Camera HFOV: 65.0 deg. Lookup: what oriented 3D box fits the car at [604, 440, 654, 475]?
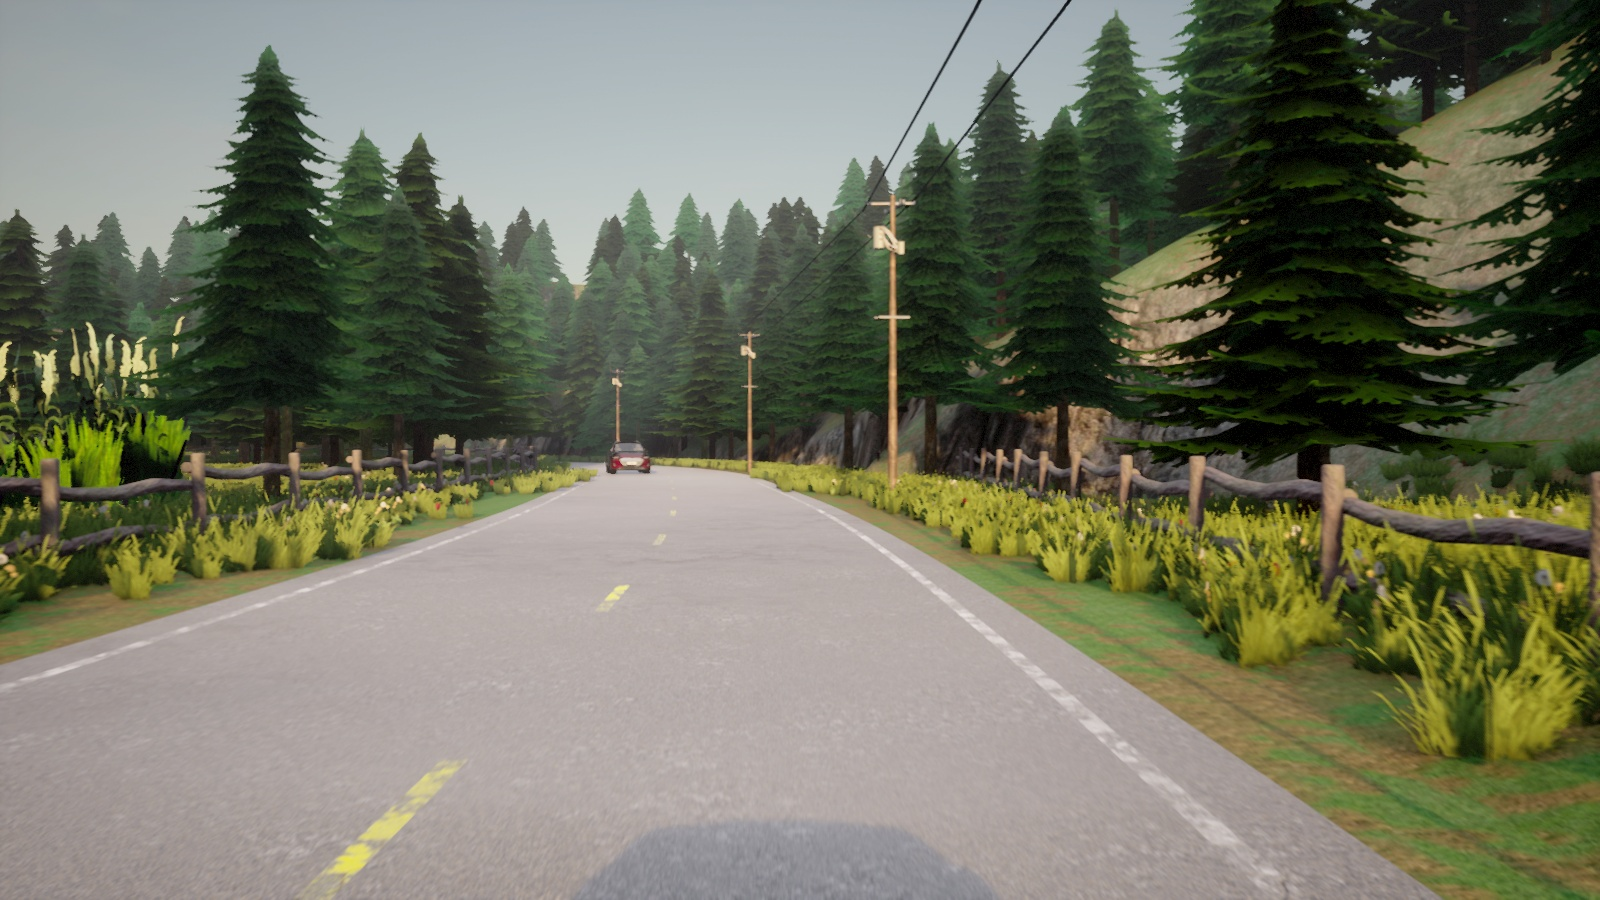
[{"bbox_3d":[-8.406,0.325,61.445,2.033,1.649,4.856,0,0,-12],"label":"car"}]
